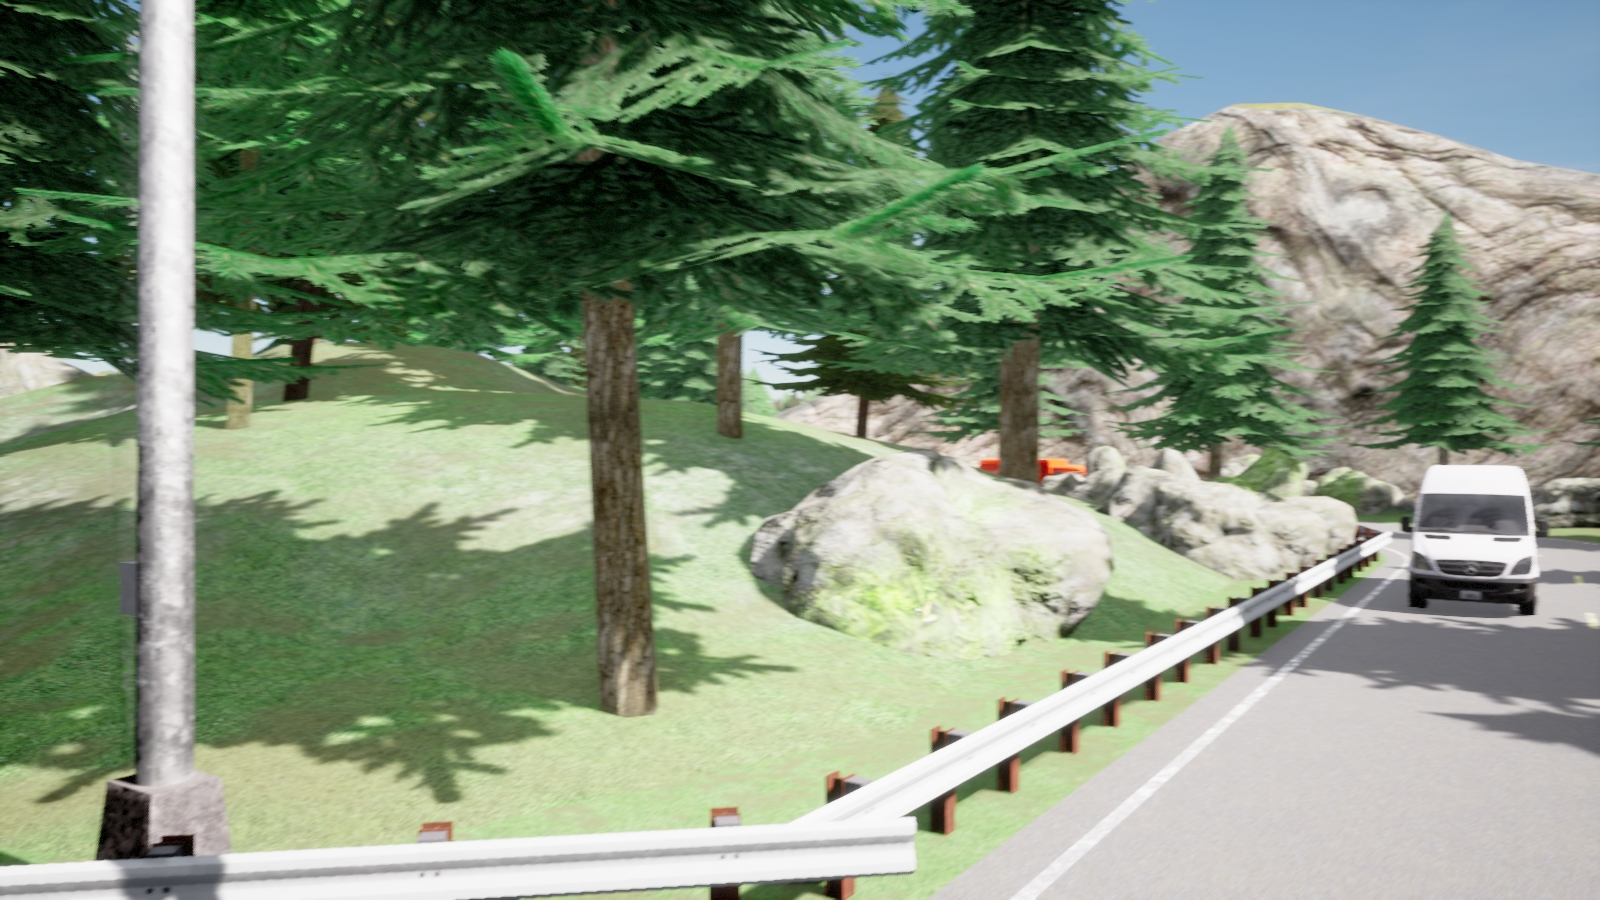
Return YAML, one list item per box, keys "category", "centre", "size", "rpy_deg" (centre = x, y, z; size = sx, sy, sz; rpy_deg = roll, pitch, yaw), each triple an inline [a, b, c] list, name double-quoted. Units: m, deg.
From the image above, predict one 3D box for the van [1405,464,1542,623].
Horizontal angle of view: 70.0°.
- category: "van"
  centre: [12.926, 1.575, 21.869]
  size: [1.988, 2.561, 5.915]
  rpy_deg: [0, 0, 32]
